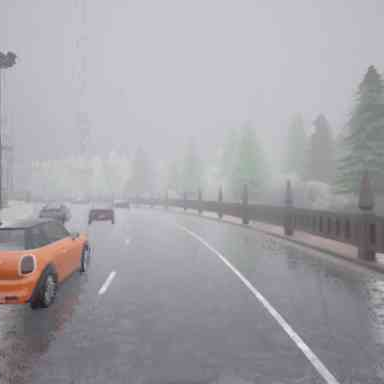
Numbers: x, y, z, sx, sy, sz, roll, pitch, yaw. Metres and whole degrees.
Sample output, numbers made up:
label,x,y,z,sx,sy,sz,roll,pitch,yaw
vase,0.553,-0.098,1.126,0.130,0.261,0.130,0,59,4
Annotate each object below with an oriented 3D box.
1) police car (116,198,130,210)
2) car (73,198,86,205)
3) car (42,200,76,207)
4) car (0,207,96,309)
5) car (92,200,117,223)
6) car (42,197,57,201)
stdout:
label,x,y,z,sx,sy,sz,roll,pitch,yaw
police car,-10.647,1.718,48.968,1.930,1.638,5.238,0,0,-27
car,-22.349,1.848,65.584,1.812,1.442,4.674,0,0,-38
car,-10.657,1.670,26.022,2.128,1.511,4.902,0,0,-15
car,-3.959,1.411,8.074,2.097,1.767,4.553,0,0,-5
car,-7.246,1.645,26.789,1.882,1.535,5.008,0,0,-14
car,-33.431,1.956,77.982,5.008,1.535,1.882,-1,0,44
